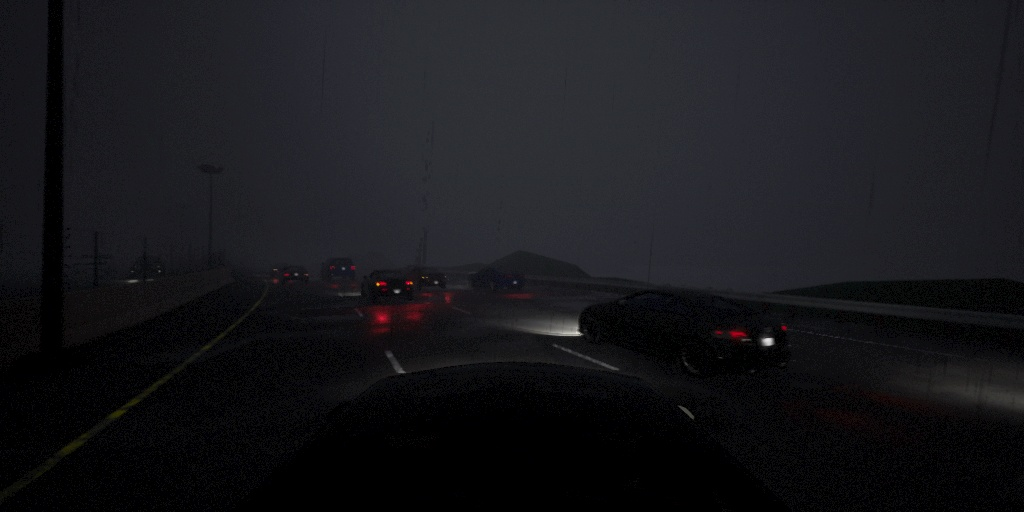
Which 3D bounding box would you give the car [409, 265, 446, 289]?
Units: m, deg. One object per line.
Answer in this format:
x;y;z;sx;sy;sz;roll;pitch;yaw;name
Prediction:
-5.866;1.433;23.895;1.812;1.442;4.674;0;-1;-32;car

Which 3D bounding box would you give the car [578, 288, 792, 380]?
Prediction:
3.259;1.370;7.598;1.994;1.385;4.181;0;-1;-26;car

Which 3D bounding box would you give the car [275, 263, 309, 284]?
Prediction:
-17.598;1.461;28.906;2.033;1.411;5.357;0;-1;-35;car

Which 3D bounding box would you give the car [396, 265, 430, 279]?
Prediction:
-10.196;1.596;36.626;1.895;1.301;4.718;0;-1;-36;car

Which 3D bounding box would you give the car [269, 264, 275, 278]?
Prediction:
-24.368;1.489;37.861;1.812;1.442;4.674;1;0;-38;car

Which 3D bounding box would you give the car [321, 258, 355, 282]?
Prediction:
-15.735;1.169;32.356;2.150;2.045;5.566;0;0;-35;car

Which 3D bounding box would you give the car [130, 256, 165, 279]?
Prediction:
-36.660;1.049;36.234;2.150;2.045;5.566;1;-1;-41;car

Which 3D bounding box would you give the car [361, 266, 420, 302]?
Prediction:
-6.222;1.384;17.740;1.812;1.442;4.674;0;-1;-30;car

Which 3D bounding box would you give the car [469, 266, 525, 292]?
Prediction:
-1.083;1.390;22.795;1.882;1.535;5.008;0;-1;-31;car

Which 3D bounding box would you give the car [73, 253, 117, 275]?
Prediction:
-39.305;0.730;33.946;2.150;2.045;5.566;1;-1;-41;car
